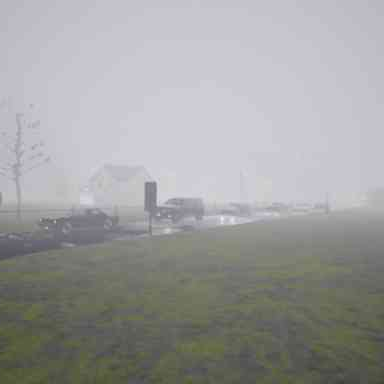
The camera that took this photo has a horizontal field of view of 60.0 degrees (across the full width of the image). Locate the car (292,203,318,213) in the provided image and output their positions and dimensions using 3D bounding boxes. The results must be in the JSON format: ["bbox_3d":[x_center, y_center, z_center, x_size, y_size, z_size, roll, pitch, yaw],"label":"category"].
[{"bbox_3d":[15.883,2.214,47.184,1.895,1.301,4.718,1,0,35],"label":"car"}]

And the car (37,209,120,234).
[{"bbox_3d":[-6.763,1.696,20.187,1.895,1.301,4.718,1,0,35],"label":"car"}]

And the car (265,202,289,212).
[{"bbox_3d":[11.937,2.131,46.587,1.895,1.301,4.718,1,0,36],"label":"car"}]

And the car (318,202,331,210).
[{"bbox_3d":[21.709,2.307,55.432,1.994,1.385,4.181,1,0,35],"label":"car"}]

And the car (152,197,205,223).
[{"bbox_3d":[-1.010,1.454,28.330,2.150,2.045,5.566,1,0,35],"label":"car"}]

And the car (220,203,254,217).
[{"bbox_3d":[5.125,1.923,37.023,2.033,1.411,5.357,1,0,35],"label":"car"}]
